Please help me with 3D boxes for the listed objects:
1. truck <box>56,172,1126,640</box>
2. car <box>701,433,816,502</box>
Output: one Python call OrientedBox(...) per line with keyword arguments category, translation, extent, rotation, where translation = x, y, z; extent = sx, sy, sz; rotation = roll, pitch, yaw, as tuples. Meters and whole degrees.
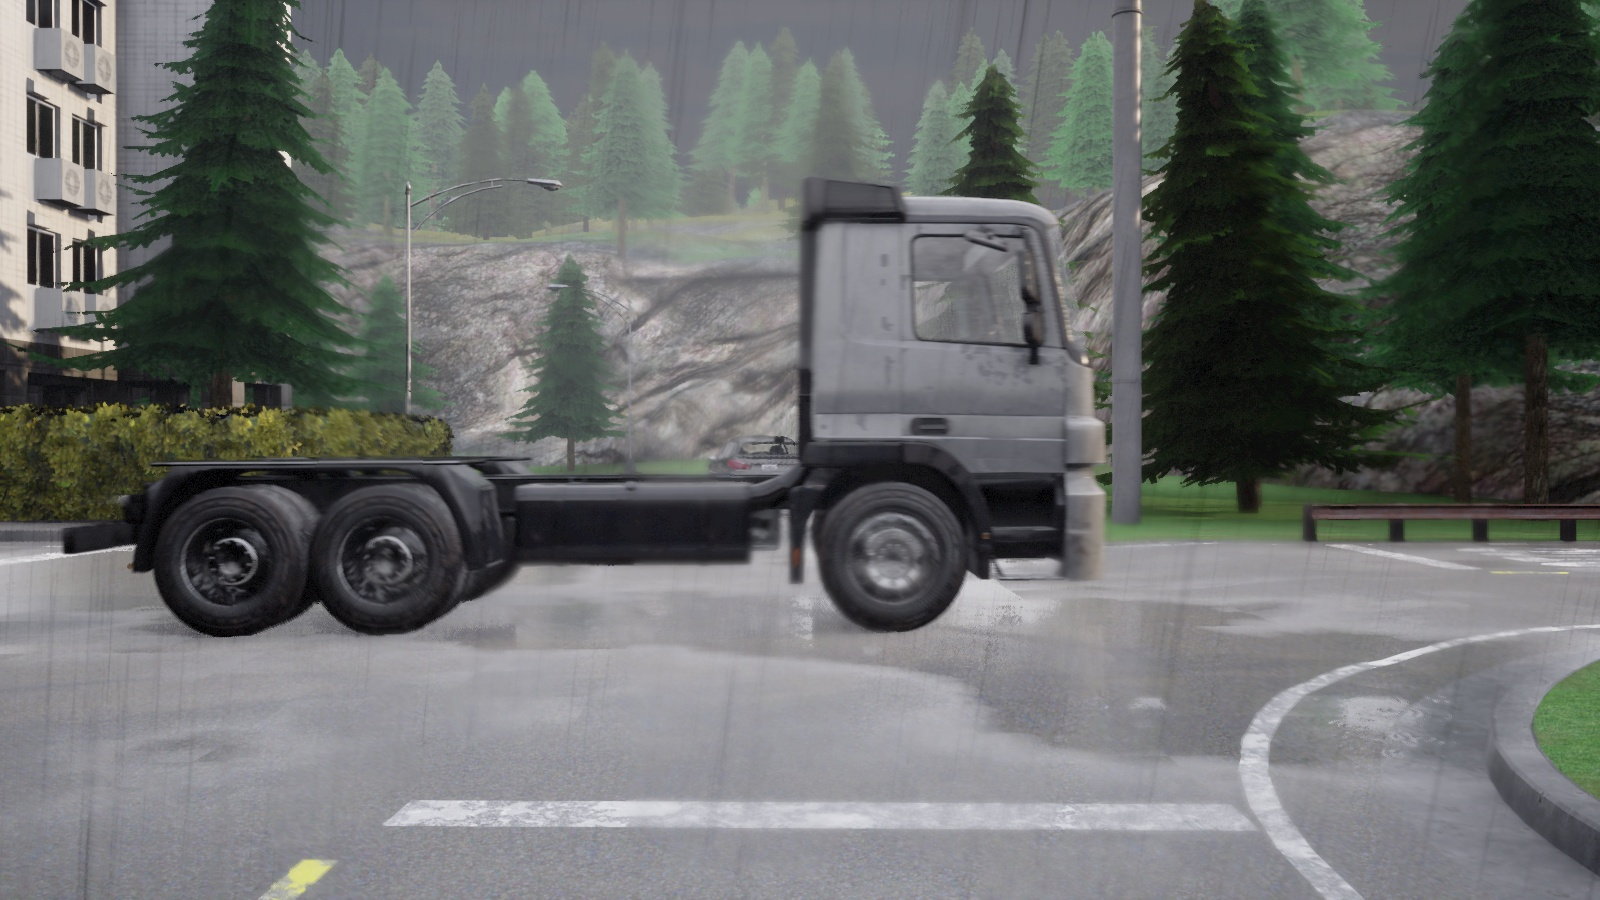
OrientedBox(category="truck", translation=(-1.549, -0.343, 10.786), extent=(7.936, 3.462, 2.891), rotation=(0, 0, -1))
OrientedBox(category="car", translation=(-1.183, 0.405, 32.674), extent=(2.242, 1.667, 4.611), rotation=(0, 0, -12))
